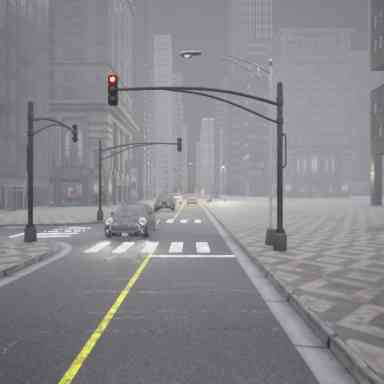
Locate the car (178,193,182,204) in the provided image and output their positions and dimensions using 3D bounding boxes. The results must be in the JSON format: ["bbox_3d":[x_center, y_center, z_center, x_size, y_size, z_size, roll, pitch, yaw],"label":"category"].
[{"bbox_3d":[-2.998,1.237,62.203,2.150,2.045,5.566,0,0,0],"label":"car"}]

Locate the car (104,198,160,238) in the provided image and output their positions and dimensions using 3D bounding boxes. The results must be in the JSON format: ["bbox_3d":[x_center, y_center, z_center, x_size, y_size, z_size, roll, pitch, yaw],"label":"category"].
[{"bbox_3d":[-3.104,1.355,17.525,2.097,1.767,4.553,0,0,0],"label":"car"}]

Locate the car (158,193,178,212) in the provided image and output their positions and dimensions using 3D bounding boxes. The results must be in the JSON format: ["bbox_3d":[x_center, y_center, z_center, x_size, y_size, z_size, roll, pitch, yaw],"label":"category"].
[{"bbox_3d":[-3.095,1.223,39.421,2.150,2.045,5.566,0,0,0],"label":"car"}]

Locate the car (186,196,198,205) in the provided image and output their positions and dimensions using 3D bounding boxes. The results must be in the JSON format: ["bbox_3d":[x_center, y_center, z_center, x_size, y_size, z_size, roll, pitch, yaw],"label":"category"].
[{"bbox_3d":[0.007,1.489,57.641,1.882,1.535,5.008,0,0,0],"label":"car"}]
